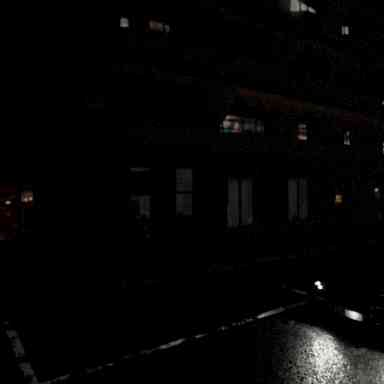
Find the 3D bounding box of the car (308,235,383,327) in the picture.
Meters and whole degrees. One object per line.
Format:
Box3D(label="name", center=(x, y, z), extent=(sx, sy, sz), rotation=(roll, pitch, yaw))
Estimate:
Box3D(label="car", center=(4.681, 1.520, 6.719), extent=(5.357, 1.411, 2.033), rotation=(0, 0, -36))
